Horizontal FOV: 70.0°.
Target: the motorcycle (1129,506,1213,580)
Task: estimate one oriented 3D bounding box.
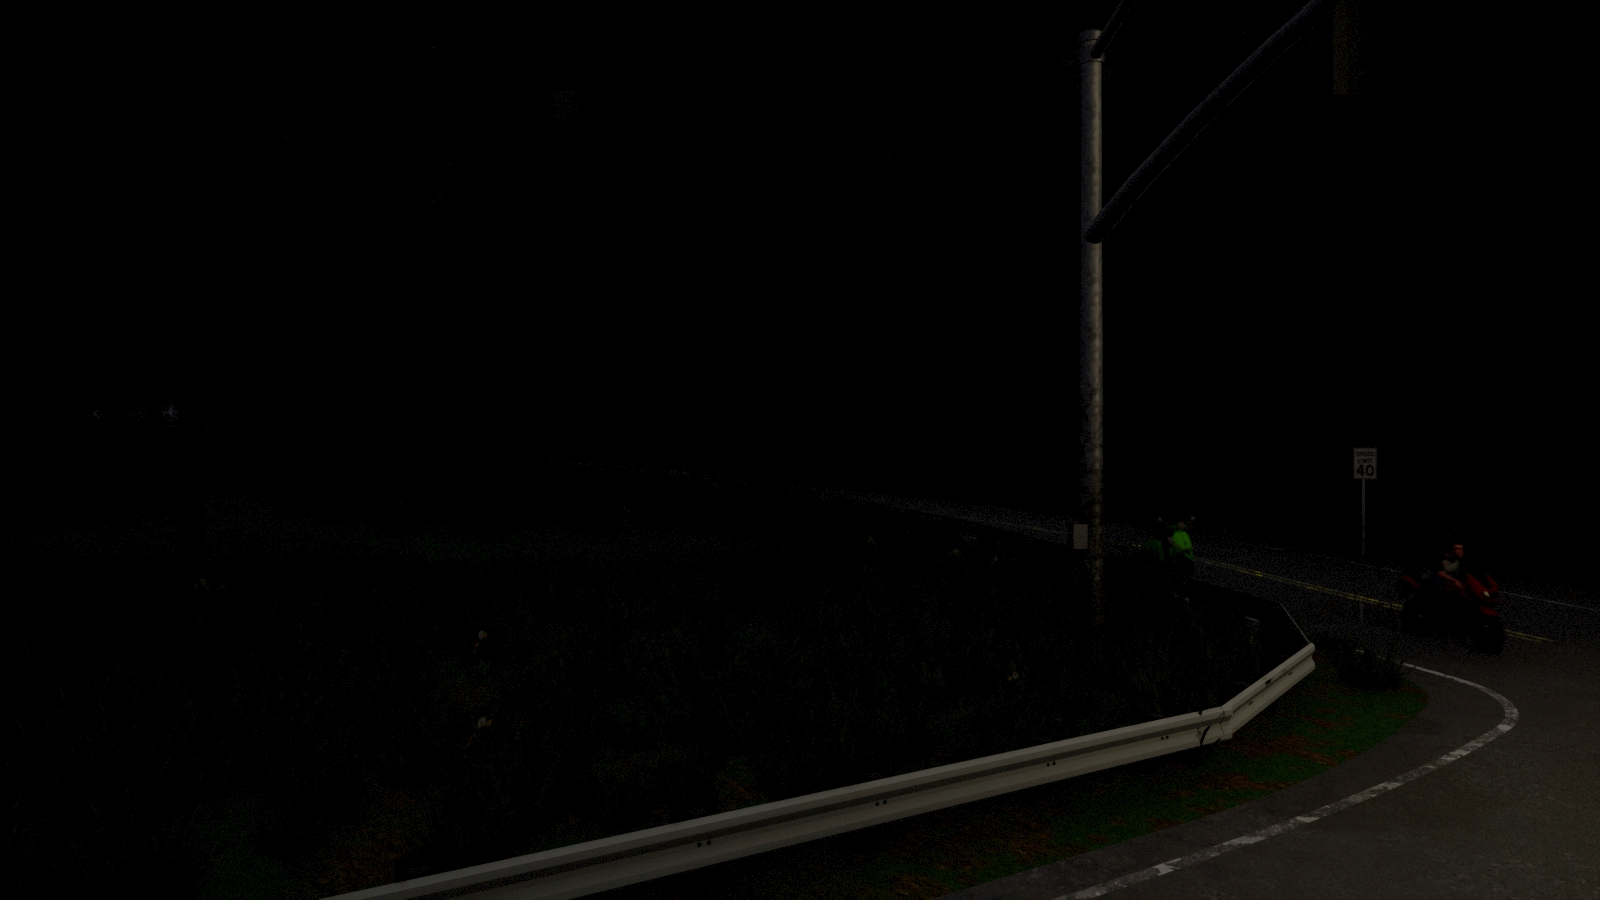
[{"bbox_3d":[7.744,1.913,23.958,0.856,1.316,1.805,0,2,-13],"label":"motorcycle"}]

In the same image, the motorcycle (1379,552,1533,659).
[{"bbox_3d":[9.230,2.152,16.190,0.803,1.199,2.033,-1,1,-8],"label":"motorcycle"}]
